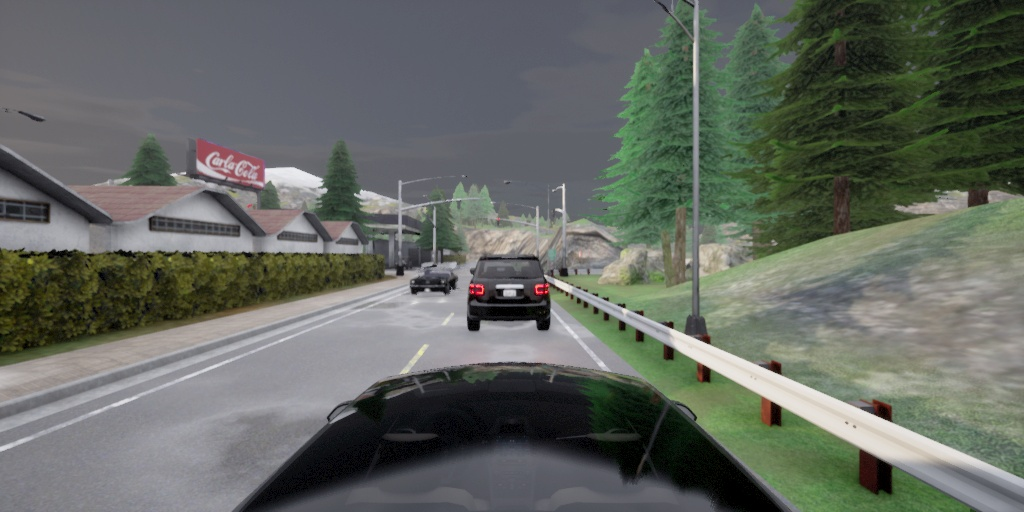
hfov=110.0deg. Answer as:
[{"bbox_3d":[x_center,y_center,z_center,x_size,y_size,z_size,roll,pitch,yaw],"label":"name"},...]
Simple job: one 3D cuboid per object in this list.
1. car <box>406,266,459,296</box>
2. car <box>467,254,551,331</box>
[{"bbox_3d":[-4.077,1.325,19.325,1.895,1.301,4.718,0,0,-1],"label":"car"},{"bbox_3d":[-0.141,0.958,11.079,2.150,2.045,5.566,0,0,-2],"label":"car"}]
